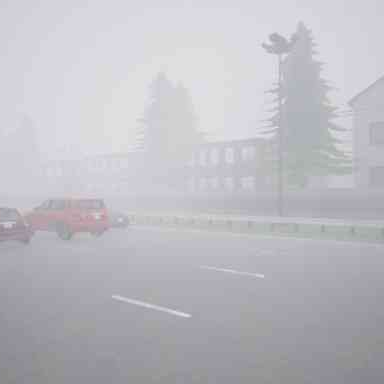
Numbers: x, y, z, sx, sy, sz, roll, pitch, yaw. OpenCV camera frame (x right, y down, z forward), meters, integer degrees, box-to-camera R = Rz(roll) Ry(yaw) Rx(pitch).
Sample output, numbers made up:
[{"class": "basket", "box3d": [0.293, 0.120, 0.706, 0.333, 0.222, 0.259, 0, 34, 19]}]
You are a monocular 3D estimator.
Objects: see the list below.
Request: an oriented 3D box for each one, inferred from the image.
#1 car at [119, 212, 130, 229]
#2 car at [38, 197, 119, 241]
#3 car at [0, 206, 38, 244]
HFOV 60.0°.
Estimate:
[{"class": "car", "box3d": [-5.937, 1.650, 21.133, 4.181, 1.385, 1.994, 0, 0, 36]}, {"class": "car", "box3d": [-6.682, 1.300, 17.363, 5.566, 2.045, 2.150, 0, 0, 36]}, {"class": "car", "box3d": [-9.280, 1.433, 14.917, 4.553, 1.767, 2.097, 0, 0, 36]}]
